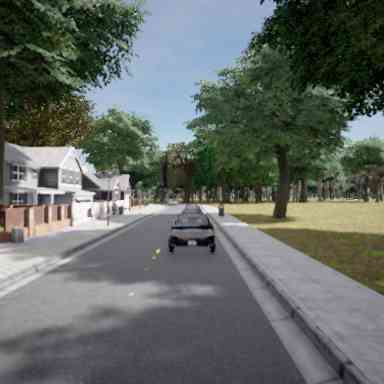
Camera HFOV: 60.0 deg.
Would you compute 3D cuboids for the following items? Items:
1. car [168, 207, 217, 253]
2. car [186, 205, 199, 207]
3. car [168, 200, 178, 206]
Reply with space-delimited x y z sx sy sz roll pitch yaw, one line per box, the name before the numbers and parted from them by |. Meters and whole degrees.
car | 0.009 1.628 14.291 2.128 1.511 4.902 0 0 0
car | 0.016 1.851 29.303 1.994 1.385 4.181 0 -1 0
car | -4.024 2.354 70.576 1.895 1.301 4.718 0 -1 -8
